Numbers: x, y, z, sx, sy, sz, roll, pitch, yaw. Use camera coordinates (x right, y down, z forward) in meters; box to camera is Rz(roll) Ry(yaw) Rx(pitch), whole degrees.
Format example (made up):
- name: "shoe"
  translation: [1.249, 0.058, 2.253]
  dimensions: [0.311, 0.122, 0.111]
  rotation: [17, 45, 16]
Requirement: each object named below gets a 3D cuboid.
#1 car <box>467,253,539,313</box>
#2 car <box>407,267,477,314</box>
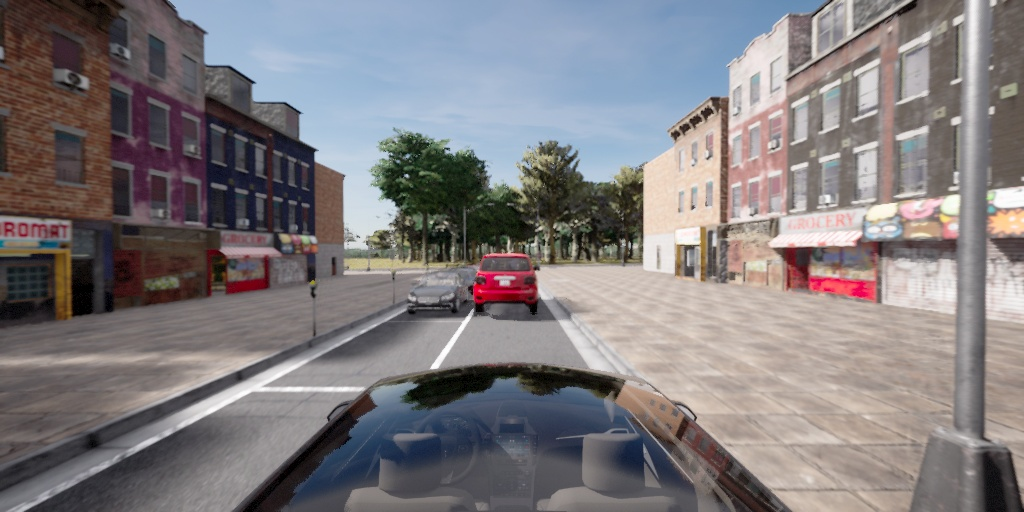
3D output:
- name: "car"
  translation: [-0.141, 0.930, 13.849]
  dimensions: [2.150, 2.045, 5.566]
  rotation: [0, 0, 2]
- name: "car"
  translation: [-2.641, 1.261, 13.506]
  dimensions: [2.007, 1.370, 4.403]
  rotation: [0, 0, 0]
